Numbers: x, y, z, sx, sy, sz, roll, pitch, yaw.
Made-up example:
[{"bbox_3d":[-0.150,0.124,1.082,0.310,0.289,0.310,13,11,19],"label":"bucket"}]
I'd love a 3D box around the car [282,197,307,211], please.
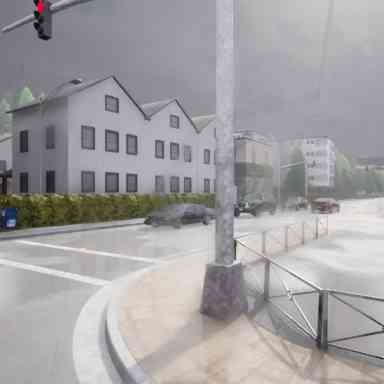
[{"bbox_3d":[11.531,1.304,37.094,2.128,1.511,4.902,0,0,36],"label":"car"}]

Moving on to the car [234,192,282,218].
[{"bbox_3d":[5.464,1.034,28.611,2.150,2.045,5.566,0,0,35],"label":"car"}]

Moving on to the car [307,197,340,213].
[{"bbox_3d":[13.528,1.289,33.600,1.882,1.535,5.008,0,0,35],"label":"car"}]

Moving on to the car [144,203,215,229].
[{"bbox_3d":[-0.499,1.360,20.198,2.033,1.411,5.357,0,0,35],"label":"car"}]
